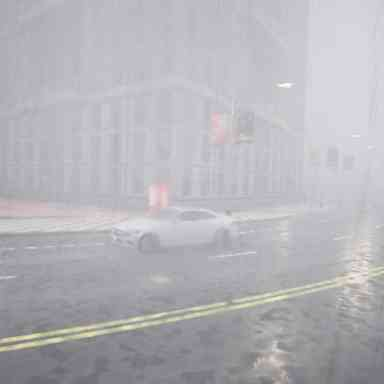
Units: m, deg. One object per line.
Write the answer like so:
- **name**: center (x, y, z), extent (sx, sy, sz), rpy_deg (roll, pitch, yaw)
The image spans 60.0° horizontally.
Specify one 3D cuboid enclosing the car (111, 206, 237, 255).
- **car**: center (-0.490, 1.238, 11.870), extent (4.674, 1.442, 1.812), rpy_deg (1, 1, -33)
